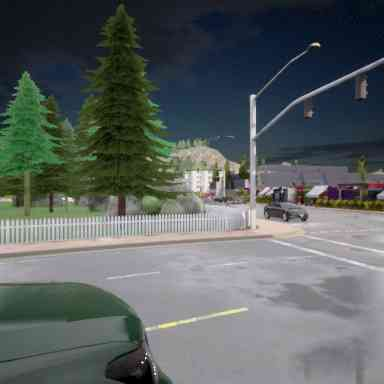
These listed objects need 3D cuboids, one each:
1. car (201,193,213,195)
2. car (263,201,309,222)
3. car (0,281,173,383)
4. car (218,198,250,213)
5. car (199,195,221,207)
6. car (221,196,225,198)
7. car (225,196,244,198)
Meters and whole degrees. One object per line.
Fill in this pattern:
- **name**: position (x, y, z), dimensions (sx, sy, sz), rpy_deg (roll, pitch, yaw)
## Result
- **car**: position (2.806, 1.277, 69.592), dimensions (2.150, 2.045, 5.566), rpy_deg (0, 0, -17)
- **car**: position (7.652, 1.560, 27.462), dimensions (1.837, 1.490, 4.892), rpy_deg (0, 0, -16)
- **car**: position (-2.786, 1.221, 1.648), dimensions (5.566, 2.045, 2.150), rpy_deg (0, 0, -36)
- **car**: position (4.870, 1.656, 36.942), dimensions (1.895, 1.301, 4.718), rpy_deg (0, 0, -16)
- **car**: position (2.023, 1.561, 46.661), dimensions (1.837, 1.490, 4.892), rpy_deg (0, 0, -16)
- **car**: position (5.951, 1.559, 71.146), dimensions (1.837, 1.490, 4.892), rpy_deg (0, 0, -16)
- **car**: position (8.582, 1.547, 62.284), dimensions (2.128, 1.511, 4.902), rpy_deg (0, 0, -16)
